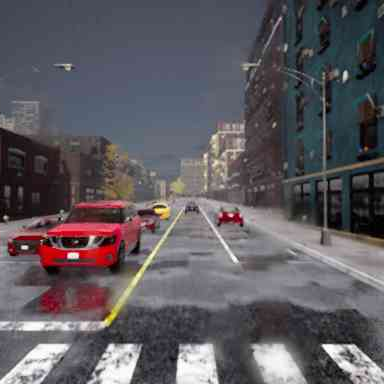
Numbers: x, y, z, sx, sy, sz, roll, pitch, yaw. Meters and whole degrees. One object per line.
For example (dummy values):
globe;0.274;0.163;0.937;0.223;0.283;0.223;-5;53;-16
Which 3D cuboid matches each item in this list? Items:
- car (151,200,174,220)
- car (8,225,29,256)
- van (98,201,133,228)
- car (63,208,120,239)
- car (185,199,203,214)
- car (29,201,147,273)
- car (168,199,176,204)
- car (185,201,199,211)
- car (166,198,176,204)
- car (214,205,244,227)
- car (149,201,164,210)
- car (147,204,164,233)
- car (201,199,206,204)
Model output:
car;-3.079;1.822;31.895;1.882;1.535;5.008;0;-1;0
car;-5.750;1.694;13.694;1.887;1.381;4.507;1;-1;0
van;-5.667;1.612;25.065;1.690;1.788;3.998;1;-1;0
car;-5.672;1.755;19.375;1.887;1.381;4.507;1;-1;0
car;0.009;1.994;41.361;2.033;1.411;5.357;0;-1;0
car;-3.104;1.347;11.483;2.150;2.045;5.566;0;-1;0
car;-5.659;2.580;93.299;1.947;1.339;4.313;1;-1;0
car;0.010;2.124;51.785;1.994;1.385;4.181;0;-1;0
car;-5.659;2.329;81.926;1.967;1.590;4.097;1;-1;0
car;2.711;1.712;25.123;1.967;1.590;4.097;1;-1;0
car;-5.666;2.161;53.494;1.802;1.307;4.206;1;-1;0
car;-3.084;1.758;21.463;1.812;1.442;4.674;0;-1;0
car;2.720;2.479;87.842;1.752;1.417;4.829;1;-1;0
